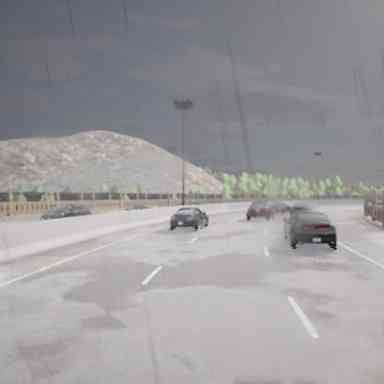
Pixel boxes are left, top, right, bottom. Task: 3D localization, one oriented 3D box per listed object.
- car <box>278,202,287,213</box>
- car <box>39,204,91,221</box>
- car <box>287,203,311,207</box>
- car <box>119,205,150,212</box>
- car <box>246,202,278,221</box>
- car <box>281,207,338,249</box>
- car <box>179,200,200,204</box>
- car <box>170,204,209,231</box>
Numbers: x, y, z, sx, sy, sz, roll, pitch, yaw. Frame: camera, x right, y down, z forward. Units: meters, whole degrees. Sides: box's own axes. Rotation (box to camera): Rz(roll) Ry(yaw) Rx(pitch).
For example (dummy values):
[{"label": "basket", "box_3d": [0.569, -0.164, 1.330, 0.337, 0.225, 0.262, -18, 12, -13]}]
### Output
[{"label": "car", "box_3d": [10.918, 2.001, 41.149, 2.033, 1.411, 5.357, 0, -1, 29]}, {"label": "car", "box_3d": [-10.048, 1.784, 26.714, 1.837, 1.490, 4.892, 0, -1, 17]}, {"label": "car", "box_3d": [11.119, 1.876, 33.453, 1.837, 1.490, 4.892, 0, -1, 24]}, {"label": "car", "box_3d": [-5.158, 1.890, 30.676, 1.994, 1.385, 4.181, 0, -1, 19]}, {"label": "car", "box_3d": [6.611, 1.699, 31.648, 2.097, 1.767, 4.553, 0, -1, 21]}, {"label": "car", "box_3d": [5.413, 1.678, 15.558, 1.837, 1.490, 4.892, 0, -1, 11]}, {"label": "car", "box_3d": [-0.494, 2.100, 56.493, 2.128, 1.511, 4.902, 0, -1, 32]}, {"label": "car", "box_3d": [-0.107, 1.769, 22.514, 1.812, 1.442, 4.674, 0, -1, 15]}]
